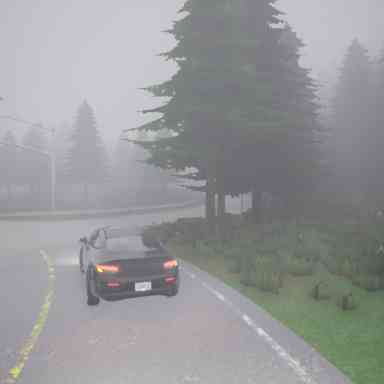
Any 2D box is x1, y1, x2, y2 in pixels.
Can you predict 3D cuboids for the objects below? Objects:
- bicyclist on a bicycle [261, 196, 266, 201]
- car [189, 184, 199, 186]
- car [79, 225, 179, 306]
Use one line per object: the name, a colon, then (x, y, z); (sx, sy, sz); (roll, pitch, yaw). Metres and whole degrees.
bicyclist on a bicycle: (6.311, 0.894, 30.393); (1.656, 1.620, 0.582); (-13, -4, 35)
car: (0.576, -1.747, 69.734); (1.994, 1.385, 4.181); (0, 5, -5)
car: (-1.683, 1.526, 8.115); (1.812, 1.442, 4.674); (0, 0, -21)
